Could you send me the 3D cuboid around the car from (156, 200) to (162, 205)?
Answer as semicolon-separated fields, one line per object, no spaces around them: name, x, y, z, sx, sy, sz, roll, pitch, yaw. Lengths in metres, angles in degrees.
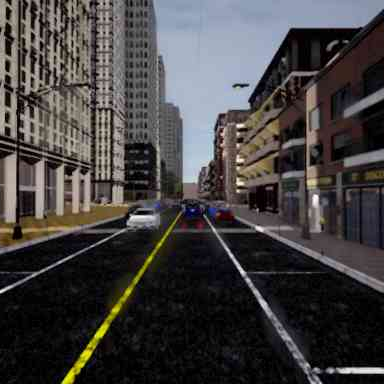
car;-5.716;2.161;45.509;2.008;1.369;4.403;0;-1;0

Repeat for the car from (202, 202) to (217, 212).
car;2.662;2.239;51.161;2.008;1.369;4.403;0;-1;0

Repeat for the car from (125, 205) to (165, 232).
car;-3.126;1.824;22.421;1.812;1.442;4.674;0;-1;0

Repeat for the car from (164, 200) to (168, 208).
car;-5.728;2.363;68.103;1.967;1.590;4.097;0;-1;0

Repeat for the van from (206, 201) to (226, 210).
van;2.671;1.798;34.220;1.690;1.788;3.998;0;-1;0

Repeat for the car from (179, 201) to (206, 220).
car;0.062;1.804;33.819;2.097;1.767;4.553;0;-1;0

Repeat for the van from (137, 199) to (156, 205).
van;-5.713;1.874;39.864;1.690;1.788;3.998;0;-1;0

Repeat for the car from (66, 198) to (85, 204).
car;-26.751;2.175;78.862;4.206;1.307;1.802;1;-2;0

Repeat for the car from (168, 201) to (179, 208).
car;-3.036;2.488;65.569;2.033;1.411;5.357;0;-1;0

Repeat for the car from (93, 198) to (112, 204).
car;-21.174;2.141;78.881;4.097;1.590;1.967;1;-2;0

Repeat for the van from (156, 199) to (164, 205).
van;-5.719;2.029;51.160;1.690;1.788;3.998;0;-1;0

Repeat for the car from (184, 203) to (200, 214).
car;0.033;2.154;43.985;1.994;1.385;4.181;0;-1;1

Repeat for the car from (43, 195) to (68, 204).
car;-32.320;1.800;78.856;5.009;1.841;2.192;1;-2;0

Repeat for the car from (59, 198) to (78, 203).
car;-32.410;2.170;87.227;4.206;1.307;1.802;1;-2;0

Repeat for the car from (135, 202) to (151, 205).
car;-5.709;2.023;34.212;1.947;1.339;4.313;0;-1;0

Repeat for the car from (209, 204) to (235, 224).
car;2.674;1.963;28.568;1.802;1.307;4.206;0;-1;0
